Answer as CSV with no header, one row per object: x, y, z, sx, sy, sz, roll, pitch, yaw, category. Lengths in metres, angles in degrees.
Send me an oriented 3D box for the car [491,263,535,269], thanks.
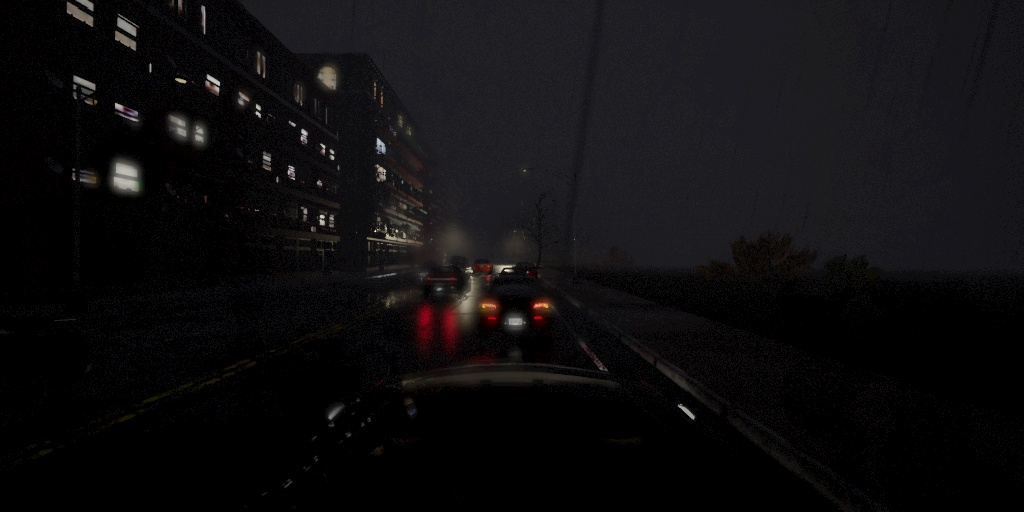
0.053,1.317,20.350,1.994,1.385,4.181,0,0,0,car

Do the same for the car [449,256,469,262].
-6.714,0.975,45.896,2.150,2.045,5.566,0,0,0,car

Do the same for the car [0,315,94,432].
-6.603,1.242,2.730,2.128,1.511,4.902,0,0,0,car

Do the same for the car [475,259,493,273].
-3.250,1.106,40.429,2.097,1.767,4.553,0,0,0,car

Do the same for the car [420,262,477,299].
-3.193,1.244,18.220,2.128,1.511,4.902,0,0,0,car

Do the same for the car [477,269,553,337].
0.070,1.277,10.183,1.812,1.442,4.674,0,0,0,car

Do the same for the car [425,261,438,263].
-9.962,1.301,44.536,2.033,1.411,5.357,0,0,0,car

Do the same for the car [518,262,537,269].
1.065,1.232,29.878,1.882,1.535,5.008,0,0,0,car
